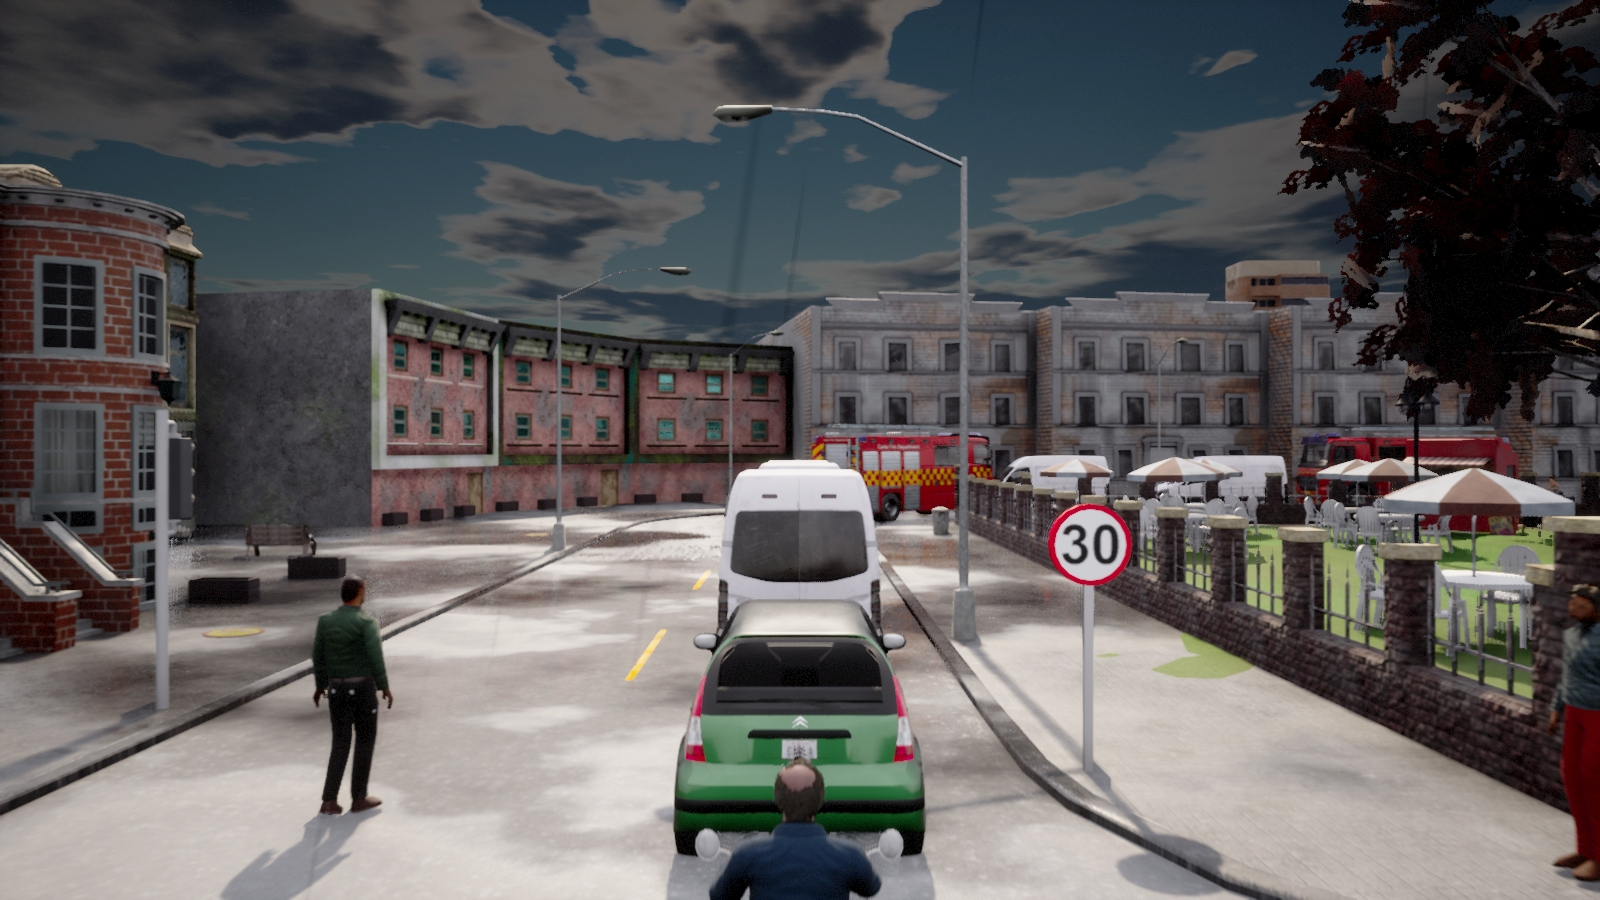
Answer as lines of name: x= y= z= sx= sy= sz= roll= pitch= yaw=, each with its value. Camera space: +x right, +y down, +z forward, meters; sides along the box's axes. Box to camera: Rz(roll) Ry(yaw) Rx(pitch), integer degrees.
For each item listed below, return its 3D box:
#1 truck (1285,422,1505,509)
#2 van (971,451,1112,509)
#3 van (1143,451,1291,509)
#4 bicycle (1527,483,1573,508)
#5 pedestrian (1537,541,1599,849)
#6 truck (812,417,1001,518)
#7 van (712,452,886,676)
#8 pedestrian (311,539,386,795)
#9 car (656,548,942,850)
truck: x=26.777 y=0.670 z=51.670 sx=8.468 sy=3.827 sz=2.891 roll=0 pitch=0 yaw=0
van: x=10.807 y=1.314 z=51.399 sx=5.915 sy=2.561 sz=1.988 roll=0 pitch=0 yaw=0
van: x=18.694 y=1.314 z=51.415 sx=5.915 sy=2.561 sz=1.988 roll=0 pitch=0 yaw=0
bicycle: x=33.725 y=2.036 z=51.373 sx=1.487 sy=1.080 sz=0.859 roll=0 pitch=0 yaw=0
pedestrian: x=4.948 y=1.517 z=7.196 sx=0.375 sy=1.860 sz=0.375 roll=0 pitch=0 yaw=1
truck: x=4.537 y=0.672 z=47.221 sx=8.468 sy=3.827 sz=2.891 roll=0 pitch=0 yaw=-43
van: x=-0.013 y=1.315 z=16.082 sx=1.988 sy=2.561 sz=5.915 roll=0 pitch=0 yaw=0
pedestrian: x=-3.439 y=1.628 z=8.711 sx=0.375 sy=1.860 sz=0.375 roll=0 pitch=0 yaw=18
car: x=-0.008 y=1.779 z=9.381 sx=1.851 sy=1.617 sz=3.988 roll=0 pitch=0 yaw=0
